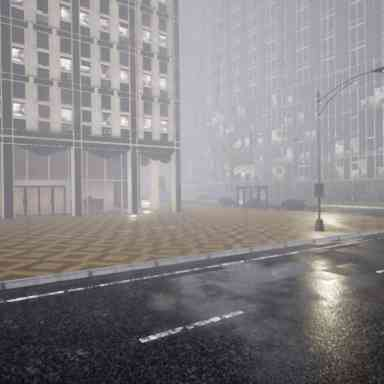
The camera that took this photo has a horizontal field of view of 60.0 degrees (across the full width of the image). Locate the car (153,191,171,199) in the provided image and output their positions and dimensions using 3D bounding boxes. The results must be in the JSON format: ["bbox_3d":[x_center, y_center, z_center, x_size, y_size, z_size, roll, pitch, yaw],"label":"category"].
[{"bbox_3d":[-7.115,0.614,78.154,2.192,1.841,5.009,0,1,-34],"label":"car"}]

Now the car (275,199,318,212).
[{"bbox_3d":[11.614,1.422,35.862,1.947,1.339,4.313,-1,1,-34],"label":"car"}]

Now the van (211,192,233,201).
[{"bbox_3d":[5.757,0.854,59.415,1.690,1.788,3.998,-1,1,-34],"label":"van"}]

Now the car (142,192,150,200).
[{"bbox_3d":[-10.805,1.038,68.729,2.008,1.369,4.403,0,1,-34],"label":"car"}]

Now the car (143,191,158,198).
[{"bbox_3d":[-10.334,0.685,82.840,1.967,1.590,4.097,0,1,-34],"label":"car"}]

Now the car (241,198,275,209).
[{"bbox_3d":[8.410,1.387,40.559,1.802,1.307,4.206,-1,1,-34],"label":"car"}]

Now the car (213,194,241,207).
[{"bbox_3d":[5.240,1.318,45.276,1.947,1.339,4.313,-1,1,-34],"label":"car"}]

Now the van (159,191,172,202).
[{"bbox_3d":[-4.368,0.936,59.357,1.690,1.788,3.998,0,1,-34],"label":"van"}]

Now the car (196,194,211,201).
[{"bbox_3d":[2.539,1.042,64.103,1.802,1.307,4.206,-1,1,-34],"label":"car"}]
